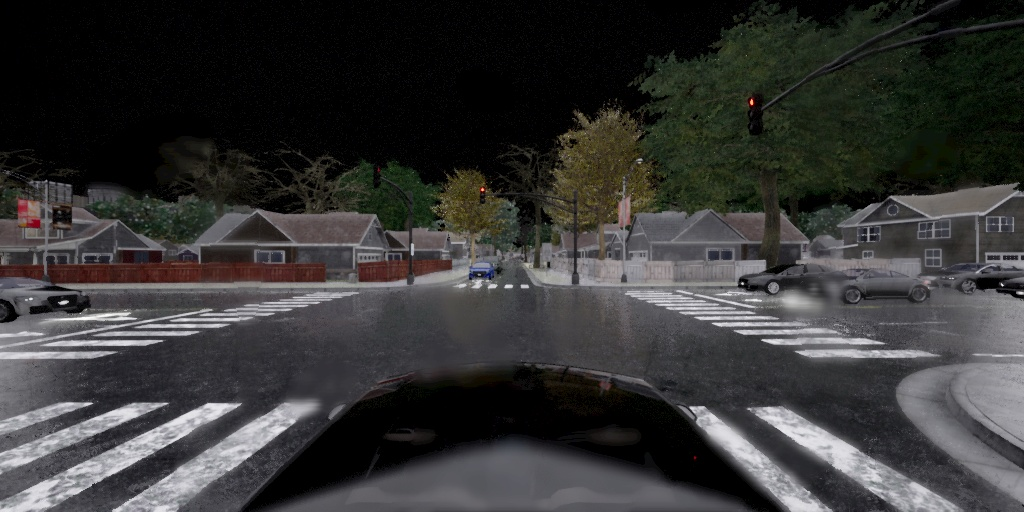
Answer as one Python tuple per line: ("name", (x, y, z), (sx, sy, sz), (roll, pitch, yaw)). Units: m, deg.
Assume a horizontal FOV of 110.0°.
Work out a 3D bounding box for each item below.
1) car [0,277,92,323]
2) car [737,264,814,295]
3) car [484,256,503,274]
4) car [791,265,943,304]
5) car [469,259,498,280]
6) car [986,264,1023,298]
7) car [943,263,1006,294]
("car", (-17.120, 1.407, 12.145), (4.181, 1.385, 1.994), (0, 0, 1))
("car", (14.263, 1.158, 18.335), (4.892, 1.490, 1.837), (0, 0, 2))
("car", (-2.397, 0.993, 41.665), (2.150, 2.045, 5.566), (0, 0, 1))
("car", (14.717, 1.217, 15.087), (4.181, 1.385, 1.994), (0, 0, 1))
("car", (-2.592, 1.241, 31.429), (1.882, 1.535, 5.008), (0, 0, 1))
("car", (23.954, 1.149, 14.939), (5.357, 1.411, 2.033), (0, 0, 1))
("car", (23.593, 1.093, 18.197), (4.902, 1.511, 2.128), (0, 0, 1))
